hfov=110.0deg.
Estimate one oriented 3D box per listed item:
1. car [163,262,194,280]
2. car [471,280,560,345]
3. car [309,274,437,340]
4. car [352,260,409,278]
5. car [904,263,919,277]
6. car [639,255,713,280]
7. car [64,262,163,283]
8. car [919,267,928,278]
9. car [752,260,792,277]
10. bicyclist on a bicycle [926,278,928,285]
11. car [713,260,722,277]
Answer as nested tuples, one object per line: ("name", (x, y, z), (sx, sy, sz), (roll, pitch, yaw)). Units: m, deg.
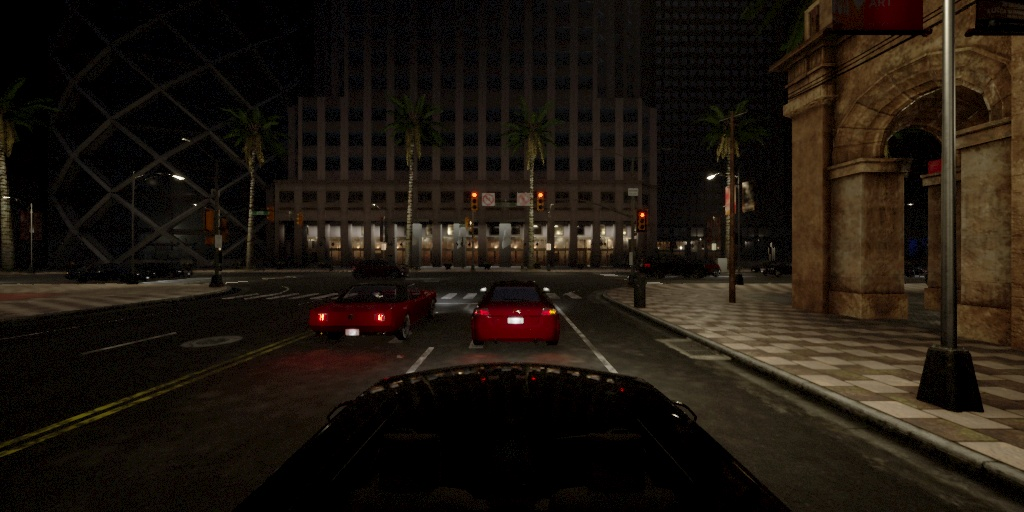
("car", (-30.539, 1.276, 31.145), (4.674, 1.442, 1.812), (0, 0, -4))
("car", (0.080, 1.314, 9.470), (1.994, 1.385, 4.181), (0, 0, 0))
("car", (-3.419, 1.351, 9.931), (1.895, 1.301, 4.718), (0, 0, 0))
("car", (-11.412, 1.102, 31.429), (4.553, 1.767, 2.097), (0, 0, 0))
("car", (36.676, 1.297, 35.004), (5.357, 1.411, 2.033), (0, 0, 0))
("car", (14.007, 0.971, 31.375), (5.566, 2.045, 2.150), (0, 0, 0))
("car", (-30.997, 1.297, 27.774), (5.357, 1.411, 2.033), (0, 0, -3))
("car", (34.994, 1.314, 27.814), (4.181, 1.385, 1.994), (0, 0, 0))
("car", (26.903, 1.241, 35.039), (4.902, 1.511, 2.128), (0, 0, 0))
("bicyclist on a bicycle", (24.674, 1.050, 20.563), (0.582, 1.620, 1.656), (0, 0, 0))
("car", (17.809, 1.102, 35.064), (4.553, 1.767, 2.097), (0, 0, 0))
